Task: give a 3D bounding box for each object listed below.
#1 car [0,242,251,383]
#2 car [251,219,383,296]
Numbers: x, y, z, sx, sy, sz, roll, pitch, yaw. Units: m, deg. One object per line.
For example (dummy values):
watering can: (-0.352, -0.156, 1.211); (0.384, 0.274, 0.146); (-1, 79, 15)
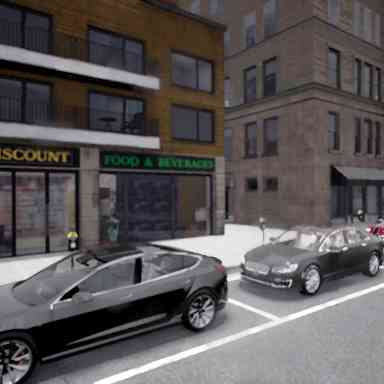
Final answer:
car: (-1.356, 1.553, 5.220); (4.313, 1.339, 1.947); (-1, 0, -35)
car: (3.148, 1.499, 8.409); (4.403, 1.369, 2.008); (0, 0, -35)
